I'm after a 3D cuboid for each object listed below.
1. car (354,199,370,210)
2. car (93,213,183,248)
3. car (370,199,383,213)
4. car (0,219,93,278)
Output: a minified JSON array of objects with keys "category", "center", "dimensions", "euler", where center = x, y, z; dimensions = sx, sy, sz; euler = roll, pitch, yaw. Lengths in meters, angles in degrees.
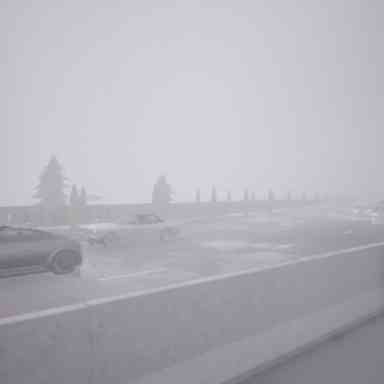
[{"category":"car","center":[24.072,1.693,46.453],"dimensions":[1.812,1.442,4.674],"euler":[0,0,39]},{"category":"car","center":[-2.784,1.675,15.349],"dimensions":[4.718,1.301,1.895],"euler":[0,0,-41]},{"category":"car","center":[22.606,1.640,38.963],"dimensions":[1.837,1.490,4.892],"euler":[0,0,38]},{"category":"car","center":[-5.179,1.614,9.058],"dimensions":[4.181,1.385,1.994],"euler":[0,0,-37]}]
